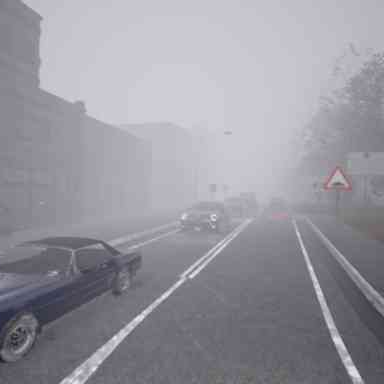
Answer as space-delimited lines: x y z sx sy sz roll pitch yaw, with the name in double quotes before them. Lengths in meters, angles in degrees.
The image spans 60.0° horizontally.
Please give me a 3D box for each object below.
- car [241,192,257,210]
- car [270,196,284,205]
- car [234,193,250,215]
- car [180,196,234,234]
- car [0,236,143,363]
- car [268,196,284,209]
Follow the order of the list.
"car" 6.654 1.012 40.223 2.150 2.045 5.566 1 1 15
"car" 13.530 1.317 52.729 1.994 1.385 4.181 1 0 15
"car" 3.761 1.153 29.713 1.837 1.490 4.892 1 2 15
"car" 0.865 1.280 19.082 2.097 1.767 4.553 1 1 15
"car" -2.687 1.575 6.099 1.895 1.301 4.718 1 0 16
"car" 10.768 1.355 42.680 2.033 1.411 5.357 1 0 15
